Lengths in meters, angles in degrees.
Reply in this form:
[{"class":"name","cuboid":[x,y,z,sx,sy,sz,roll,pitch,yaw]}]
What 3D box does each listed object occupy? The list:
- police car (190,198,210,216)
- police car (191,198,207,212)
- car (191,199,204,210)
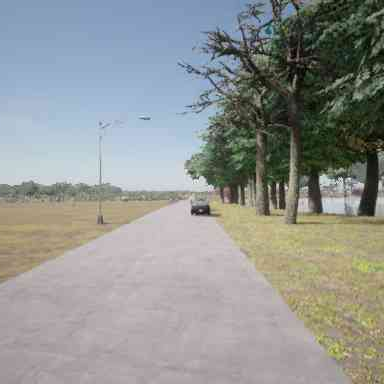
[{"class":"police car","cuboid":[0.825,1.546,33.671,1.930,1.638,5.238,0,0,0]},{"class":"police car","cuboid":[0.825,1.623,43.671,1.930,1.638,5.238,0,0,0]},{"class":"car","cuboid":[0.825,1.789,49.561,1.837,1.490,4.892,0,0,0]}]
